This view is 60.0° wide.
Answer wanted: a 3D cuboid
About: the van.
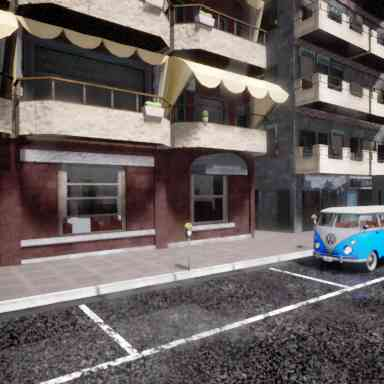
[{"bbox_3d":[5.493,1.341,10.486,3.998,1.788,1.690,0,0,-35],"label":"van"}]
